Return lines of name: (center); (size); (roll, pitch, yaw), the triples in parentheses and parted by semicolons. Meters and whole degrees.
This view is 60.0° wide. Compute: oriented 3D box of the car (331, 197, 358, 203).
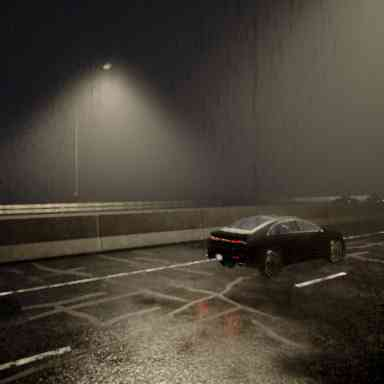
car: (20.452, 1.296, 44.574); (4.181, 1.385, 1.994); (0, 0, -35)

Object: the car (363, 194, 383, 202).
car: (23.857, 1.068, 42.701); (4.553, 1.767, 2.097); (-1, 0, -35)

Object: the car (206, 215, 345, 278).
car: (2.663, 1.445, 9.982); (4.902, 1.511, 2.128); (0, 0, -36)
